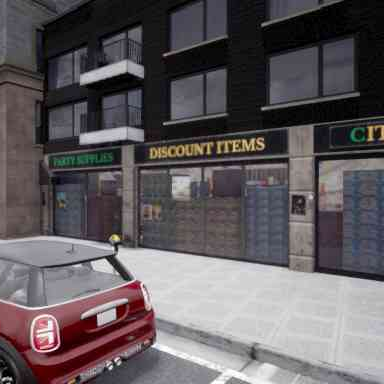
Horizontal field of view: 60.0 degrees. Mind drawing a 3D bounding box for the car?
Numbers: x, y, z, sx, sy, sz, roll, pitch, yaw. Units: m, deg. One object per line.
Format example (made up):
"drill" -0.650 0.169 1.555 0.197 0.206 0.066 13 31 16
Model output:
"car" -2.542 1.440 4.894 4.097 1.590 1.967 0 0 36
